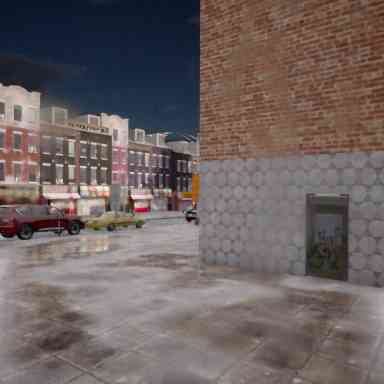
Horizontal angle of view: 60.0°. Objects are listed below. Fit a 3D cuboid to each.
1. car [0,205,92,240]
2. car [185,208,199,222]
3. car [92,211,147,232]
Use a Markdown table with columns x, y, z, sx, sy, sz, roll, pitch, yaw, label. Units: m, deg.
| x | y | z | sx | sy | sz | roll | pitch | yaw | label |
| --- | --- | --- | --- | --- | --- | --- | --- | --- | --- |
| -8.646 | 1.642 | 19.055 | 2.192 | 1.841 | 5.009 | -1 | -2 | 36 | car |
| 1.064 | 2.198 | 32.556 | 1.947 | 1.339 | 4.313 | -1 | -2 | 36 | car |
| -5.310 | 1.957 | 23.691 | 1.752 | 1.417 | 4.829 | -1 | -2 | 36 | car |
